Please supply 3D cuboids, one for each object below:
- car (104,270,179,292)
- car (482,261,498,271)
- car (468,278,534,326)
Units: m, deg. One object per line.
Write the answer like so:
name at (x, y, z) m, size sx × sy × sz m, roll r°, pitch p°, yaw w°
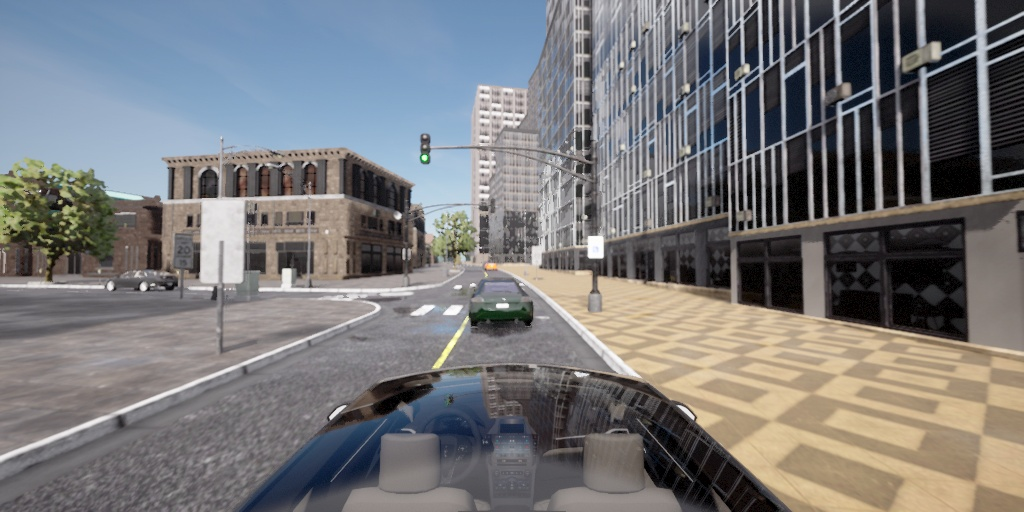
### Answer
car at (-24.288, 1.601, 23.536) m, size 4.403 × 1.370 × 2.007 m, roll 0°, pitch 0°, yaw 9°
car at (-3.757, 1.727, 63.593) m, size 2.097 × 1.767 × 4.553 m, roll 0°, pitch -1°, yaw -8°
car at (-0.480, 1.424, 12.307) m, size 1.994 × 1.385 × 4.181 m, roll 0°, pitch -1°, yaw -6°
